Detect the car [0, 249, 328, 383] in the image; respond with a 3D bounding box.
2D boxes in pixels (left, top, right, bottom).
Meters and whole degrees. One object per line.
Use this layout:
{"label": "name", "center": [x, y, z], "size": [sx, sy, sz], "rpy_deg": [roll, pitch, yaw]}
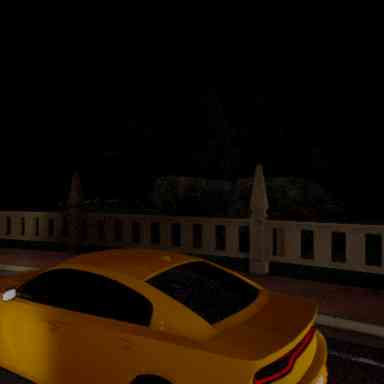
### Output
{"label": "car", "center": [-1.004, 1.480, 4.190], "size": [5.008, 1.535, 1.882], "rpy_deg": [0, 0, 31]}
